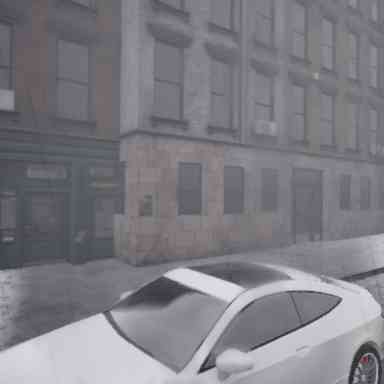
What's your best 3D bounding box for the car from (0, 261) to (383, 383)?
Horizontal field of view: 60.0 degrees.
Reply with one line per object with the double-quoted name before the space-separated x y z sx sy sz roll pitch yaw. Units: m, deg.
"car" 0.231 1.542 3.413 4.674 1.442 1.812 0 0 -35
